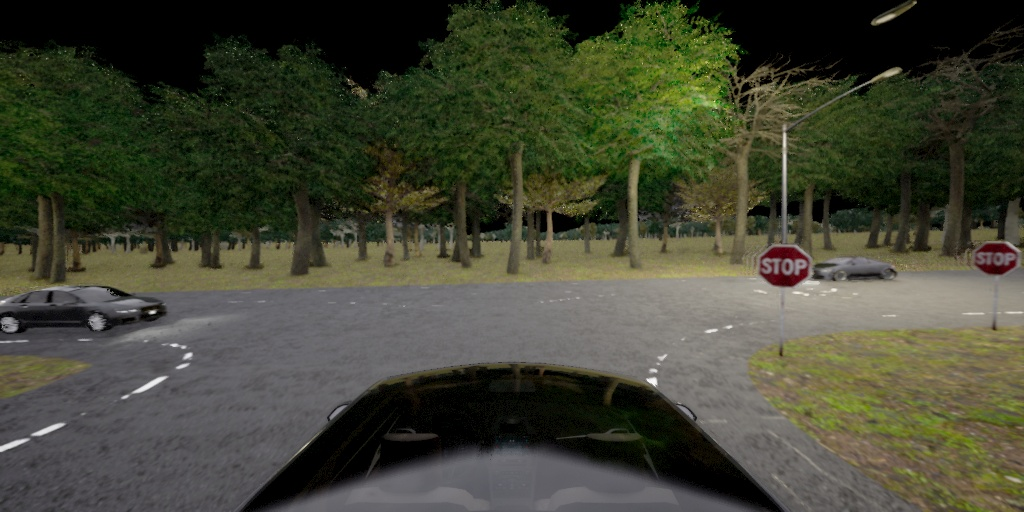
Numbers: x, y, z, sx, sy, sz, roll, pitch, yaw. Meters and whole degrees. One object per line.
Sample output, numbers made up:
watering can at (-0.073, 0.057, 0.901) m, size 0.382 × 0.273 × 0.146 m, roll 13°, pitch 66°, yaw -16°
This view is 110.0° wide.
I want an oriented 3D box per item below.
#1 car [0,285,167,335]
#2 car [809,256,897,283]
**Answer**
car at (-15.282, 1.826, 12.780) m, size 4.892 × 1.490 × 1.837 m, roll -1°, pitch 2°, yaw -1°
car at (18.754, 0.726, 20.100) m, size 4.181 × 1.385 × 1.994 m, roll -2°, pitch 2°, yaw 0°
